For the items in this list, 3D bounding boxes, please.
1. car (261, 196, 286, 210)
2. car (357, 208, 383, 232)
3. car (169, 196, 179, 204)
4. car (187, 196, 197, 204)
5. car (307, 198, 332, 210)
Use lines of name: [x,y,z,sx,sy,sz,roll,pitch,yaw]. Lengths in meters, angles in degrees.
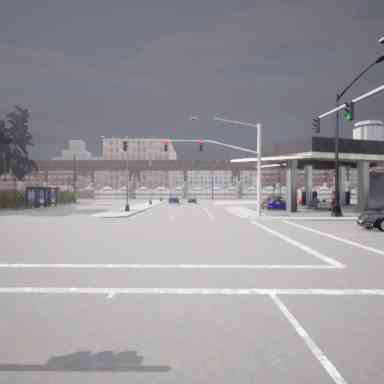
car: [9.724,1.294,39.725,2.242,1.667,4.611,0,0,0]
car: [12.297,1.504,19.562,4.892,1.490,1.837,0,0,-1]
car: [-3.478,1.475,64.405,1.882,1.535,5.008,0,0,0]
car: [0.022,1.545,64.404,2.033,1.411,5.357,0,0,0]
car: [15.469,1.454,40.486,1.970,1.475,3.806,0,0,0]
